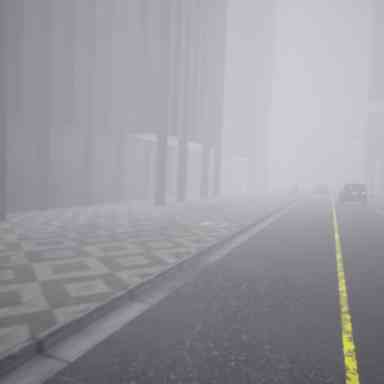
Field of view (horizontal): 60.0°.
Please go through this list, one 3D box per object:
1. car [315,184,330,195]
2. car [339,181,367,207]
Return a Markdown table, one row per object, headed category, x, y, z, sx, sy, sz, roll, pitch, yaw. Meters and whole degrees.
| category | x | y | z | sx | sy | sz | roll | pitch | yaw |
| --- | --- | --- | --- | --- | --- | --- | --- | --- | --- |
| car | 20.351 | -0.463 | 51.832 | 1.882 | 1.535 | 5.008 | 3 | 3 | 23 |
| car | 15.132 | 0.184 | 31.321 | 2.150 | 2.045 | 5.566 | 3 | 3 | 23 |
